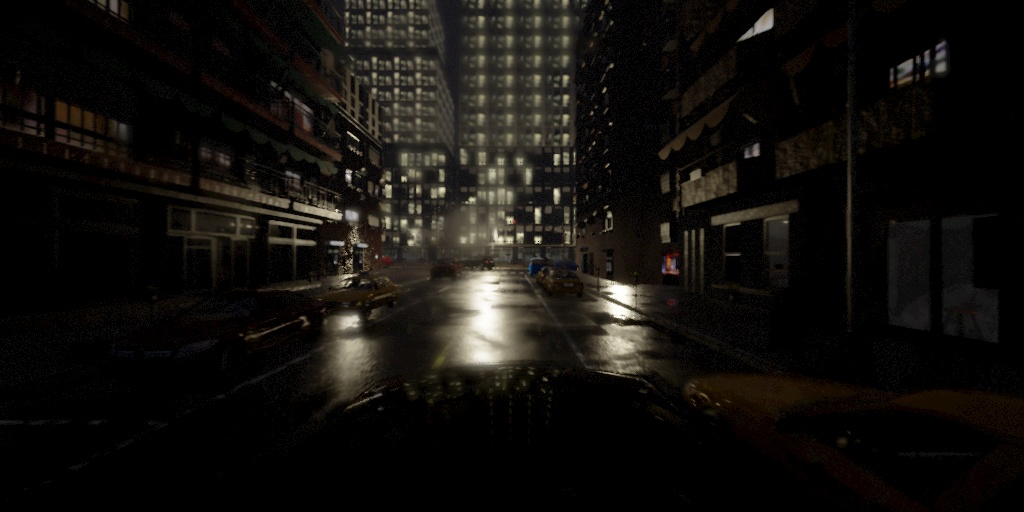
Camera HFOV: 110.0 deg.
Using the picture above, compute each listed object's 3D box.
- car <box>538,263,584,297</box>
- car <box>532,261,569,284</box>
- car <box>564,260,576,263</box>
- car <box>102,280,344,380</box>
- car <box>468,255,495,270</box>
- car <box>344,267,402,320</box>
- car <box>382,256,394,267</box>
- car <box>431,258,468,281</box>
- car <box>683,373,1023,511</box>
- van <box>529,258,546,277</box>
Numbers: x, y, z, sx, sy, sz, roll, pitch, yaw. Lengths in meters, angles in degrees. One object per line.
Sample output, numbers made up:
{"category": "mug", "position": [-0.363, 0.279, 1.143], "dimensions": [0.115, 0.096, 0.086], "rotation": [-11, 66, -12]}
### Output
{"category": "car", "position": [2.562, 1.279, 18.634], "dimensions": [1.751, 1.417, 4.829], "rotation": [0, 0, 0]}
{"category": "car", "position": [2.560, 1.281, 24.274], "dimensions": [1.751, 1.417, 4.829], "rotation": [0, 0, 0]}
{"category": "car", "position": [8.089, 1.357, 49.822], "dimensions": [5.008, 1.535, 1.882], "rotation": [0, 0, -6]}
{"category": "car", "position": [-5.316, 1.331, 7.181], "dimensions": [1.802, 1.307, 4.207], "rotation": [0, 0, 0]}
{"category": "car", "position": [-5.003, 0.943, 50.655], "dimensions": [5.566, 2.045, 2.150], "rotation": [1, 0, 33]}
{"category": "car", "position": [-5.317, 1.276, 12.652], "dimensions": [1.751, 1.417, 4.829], "rotation": [0, 0, 0]}
{"category": "car", "position": [-20.897, 0.867, 55.340], "dimensions": [5.009, 1.841, 2.192], "rotation": [0, 0, 0]}
{"category": "car", "position": [-5.321, 1.071, 29.743], "dimensions": [2.192, 1.841, 5.009], "rotation": [0, 0, 0]}
{"category": "car", "position": [2.566, 1.276, 1.713], "dimensions": [1.751, 1.417, 4.829], "rotation": [0, 0, 0]}
{"category": "van", "position": [2.557, 1.102, 35.385], "dimensions": [1.690, 1.789, 3.998], "rotation": [0, 0, 0]}
